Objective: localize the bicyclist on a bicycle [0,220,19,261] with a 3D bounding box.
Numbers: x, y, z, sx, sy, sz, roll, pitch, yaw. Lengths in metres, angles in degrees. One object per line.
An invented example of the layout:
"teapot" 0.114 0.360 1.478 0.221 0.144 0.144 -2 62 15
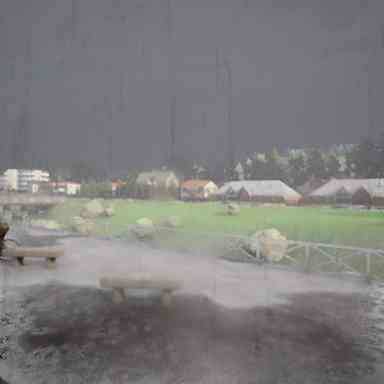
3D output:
"bicyclist on a bicycle" -6.011 1.340 9.974 0.582 1.620 1.656 0 0 40
